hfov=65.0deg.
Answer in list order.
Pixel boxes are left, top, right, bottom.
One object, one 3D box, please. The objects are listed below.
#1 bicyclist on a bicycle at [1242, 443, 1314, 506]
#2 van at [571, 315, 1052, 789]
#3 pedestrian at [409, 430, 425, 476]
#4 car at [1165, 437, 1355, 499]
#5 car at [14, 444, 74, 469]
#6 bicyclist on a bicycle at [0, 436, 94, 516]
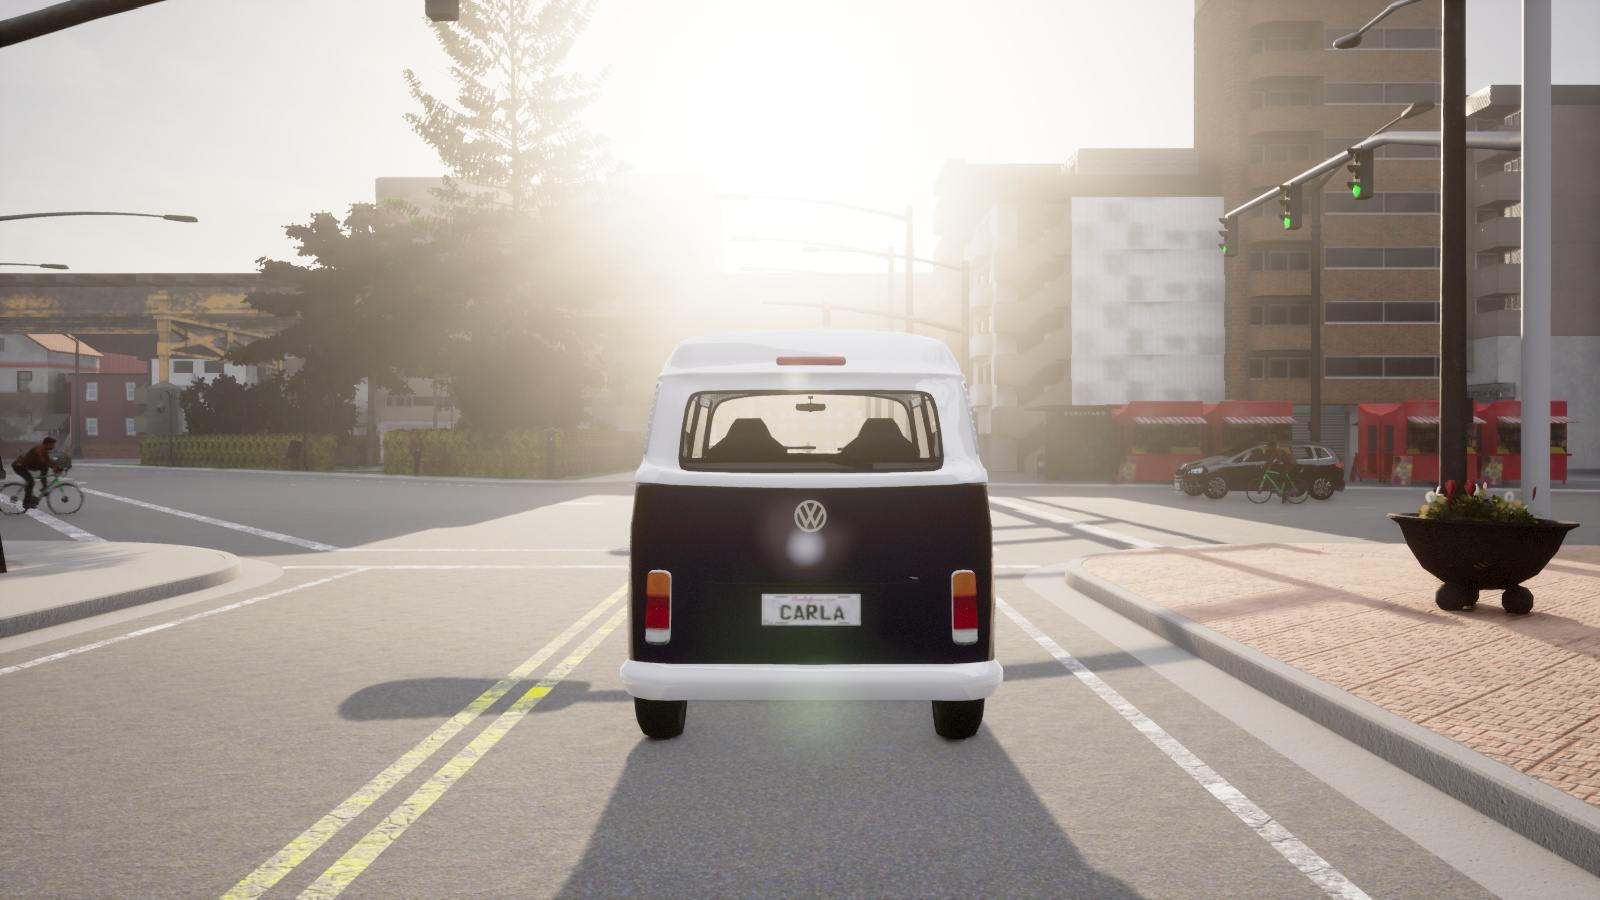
[{"bbox_3d":[12.392,0.626,32.583,1.656,1.620,0.582,0,0,0],"label":"bicyclist on a bicycle"},{"bbox_3d":[0.066,0.427,7.651,2.069,2.038,4.480,0,0,0],"label":"van"},{"bbox_3d":[-15.014,0.104,49.269,0.328,1.805,0.869,0,0,-36],"label":"pedestrian"},{"bbox_3d":[13.121,0.503,36.080,4.611,1.667,2.242,1,0,0],"label":"car"},{"bbox_3d":[-43.802,0.365,72.719,4.181,1.385,1.994,0,0,45],"label":"car"},{"bbox_3d":[-15.514,0.535,25.769,1.656,1.620,0.582,0,-1,-10],"label":"bicyclist on a bicycle"}]
